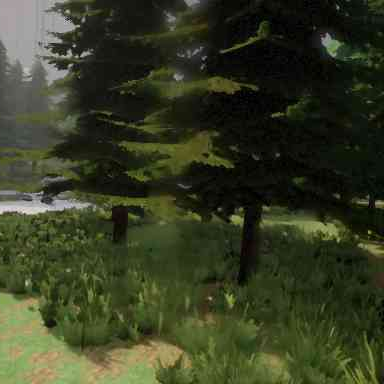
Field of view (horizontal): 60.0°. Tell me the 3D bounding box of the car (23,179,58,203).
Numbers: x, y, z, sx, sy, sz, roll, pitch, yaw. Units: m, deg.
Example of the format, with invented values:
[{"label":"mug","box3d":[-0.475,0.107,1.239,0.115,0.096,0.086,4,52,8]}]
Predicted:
[{"label":"car","box3d":[-10.357,-0.213,25.510,2.150,2.045,5.566,5,3,24]}]
